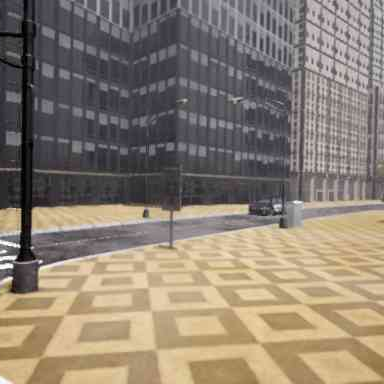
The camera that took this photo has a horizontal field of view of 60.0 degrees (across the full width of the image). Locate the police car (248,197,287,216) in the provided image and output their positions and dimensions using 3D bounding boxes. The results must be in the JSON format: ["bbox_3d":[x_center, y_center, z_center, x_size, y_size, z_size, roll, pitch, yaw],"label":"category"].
[{"bbox_3d":[6.926,1.290,30.076,2.038,1.542,4.974,2,1,42],"label":"police car"}]
